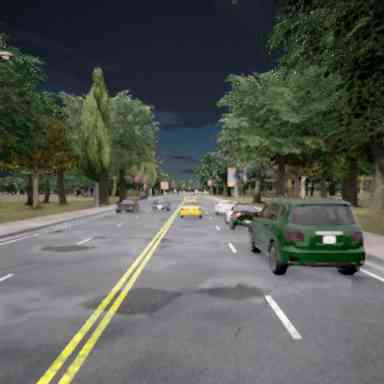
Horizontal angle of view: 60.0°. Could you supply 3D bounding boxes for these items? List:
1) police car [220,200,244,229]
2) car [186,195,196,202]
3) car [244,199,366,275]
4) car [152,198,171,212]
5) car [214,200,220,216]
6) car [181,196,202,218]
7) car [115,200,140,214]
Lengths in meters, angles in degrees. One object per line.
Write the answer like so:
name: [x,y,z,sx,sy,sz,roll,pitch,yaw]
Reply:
police car: [3.224,1.485,21.515,2.038,1.542,4.974,0,0,0]
car: [-0.290,1.404,74.762,2.128,1.511,4.902,0,0,0]
car: [3.243,1.212,10.539,2.150,2.045,5.566,0,0,0]
car: [-3.421,1.448,37.749,2.128,1.511,4.902,0,0,0]
car: [3.194,1.490,32.519,1.812,1.442,4.674,0,0,0]
car: [-0.079,1.424,29.820,1.801,1.575,5.366,0,0,0]
car: [-6.666,1.508,35.056,2.033,1.411,5.357,0,0,0]
